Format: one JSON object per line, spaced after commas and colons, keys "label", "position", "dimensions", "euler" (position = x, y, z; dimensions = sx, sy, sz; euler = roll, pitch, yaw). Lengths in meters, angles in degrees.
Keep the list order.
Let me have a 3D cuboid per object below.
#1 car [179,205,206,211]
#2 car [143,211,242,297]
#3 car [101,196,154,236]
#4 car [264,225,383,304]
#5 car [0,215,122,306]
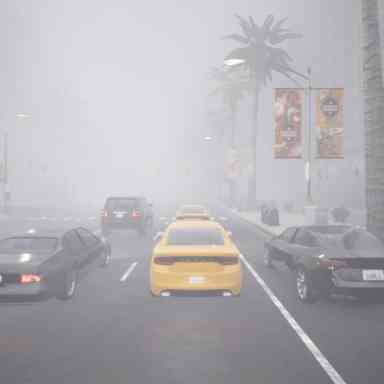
{"label": "car", "position": [0.036, 1.477, 18.816], "dimensions": [1.882, 1.535, 5.008], "euler": [0, 0, 0]}
{"label": "car", "position": [0.073, 1.477, 8.618], "dimensions": [1.882, 1.535, 5.008], "euler": [0, 0, 0]}
{"label": "car", "position": [-3.462, 1.221, 18.546], "dimensions": [2.150, 2.045, 5.566], "euler": [0, 0, 0]}
{"label": "car", "position": [3.166, 1.513, 8.206], "dimensions": [2.161, 1.482, 4.786], "euler": [0, 0, -1]}
{"label": "car", "position": [-3.422, 1.547, 8.275], "dimensions": [2.033, 1.411, 5.357], "euler": [0, 0, 0]}
